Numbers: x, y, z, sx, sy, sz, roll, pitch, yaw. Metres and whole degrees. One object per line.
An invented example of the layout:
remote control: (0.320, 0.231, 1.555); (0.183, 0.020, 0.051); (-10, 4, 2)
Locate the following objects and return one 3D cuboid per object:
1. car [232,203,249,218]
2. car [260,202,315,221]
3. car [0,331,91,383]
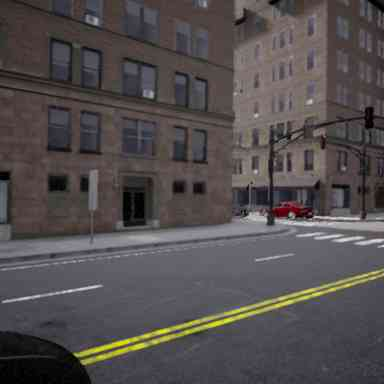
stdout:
car: (3.215, 1.605, 30.168); (1.994, 1.385, 4.181); (1, -1, -36)
car: (8.129, 1.582, 28.827); (1.882, 1.535, 5.008); (2, -1, -35)
car: (-2.930, 1.472, 1.349); (5.008, 1.535, 1.882); (0, 0, -36)
